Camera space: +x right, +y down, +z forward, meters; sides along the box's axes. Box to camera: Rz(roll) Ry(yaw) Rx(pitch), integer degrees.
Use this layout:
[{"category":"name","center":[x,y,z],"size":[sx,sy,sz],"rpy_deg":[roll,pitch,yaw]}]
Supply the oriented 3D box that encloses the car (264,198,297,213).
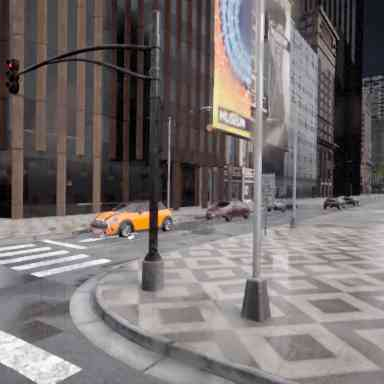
[{"category":"car","center":[9.405,1.368,34.838],"size":[2.033,1.411,5.357],"rpy_deg":[1,1,35]}]

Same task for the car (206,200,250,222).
[{"category":"car","center":[2.881,1.391,25.630],"size":[1.812,1.442,4.674],"rpy_deg":[1,1,36]}]

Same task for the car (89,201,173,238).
[{"category":"car","center":[-3.061,1.256,17.276],"size":[2.097,1.767,4.553],"rpy_deg":[1,1,36]}]

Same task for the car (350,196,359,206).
[{"category":"car","center":[23.636,1.295,49.583],"size":[1.837,1.490,4.892],"rpy_deg":[1,1,35]}]

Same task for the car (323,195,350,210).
[{"category":"car","center":[17.653,1.341,41.045],"size":[1.837,1.490,4.892],"rpy_deg":[1,1,36]}]
